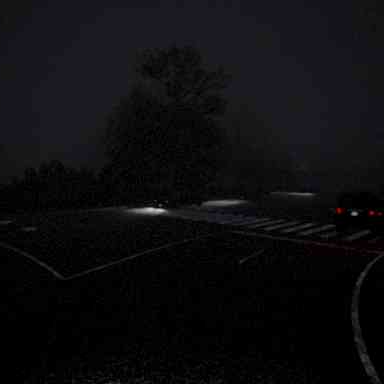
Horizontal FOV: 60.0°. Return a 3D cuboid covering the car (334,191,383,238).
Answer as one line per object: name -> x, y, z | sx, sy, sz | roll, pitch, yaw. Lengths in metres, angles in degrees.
car -> 9.074, 0.947, 16.748 | 2.150, 2.045, 5.566 | 3, 4, 43

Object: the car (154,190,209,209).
car -> -0.800, 0.584, 29.156 | 2.033, 1.411, 5.357 | 3, 4, 43

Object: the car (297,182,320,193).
car -> 16.954, -0.672, 48.190 | 1.812, 1.442, 4.674 | 3, 5, 43

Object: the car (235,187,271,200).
car -> 6.879, 0.119, 37.419 | 1.895, 1.301, 4.718 | 3, 5, 43
